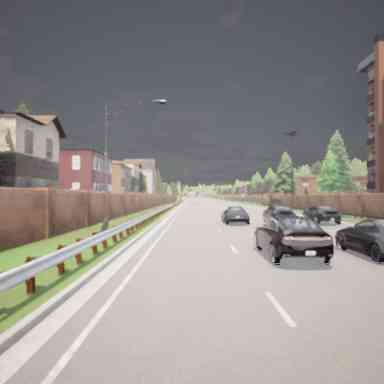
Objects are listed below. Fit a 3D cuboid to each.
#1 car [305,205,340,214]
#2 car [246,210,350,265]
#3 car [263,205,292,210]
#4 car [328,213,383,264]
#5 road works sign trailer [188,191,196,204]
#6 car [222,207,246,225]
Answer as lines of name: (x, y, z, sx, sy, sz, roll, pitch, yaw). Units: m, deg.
car: (10.552, 1.824, 27.337, 1.837, 1.490, 4.892, 0, 0, 1)
car: (3.546, 1.636, 12.302, 2.128, 1.511, 4.902, 0, -1, 1)
car: (7.053, 1.824, 27.328, 1.837, 1.490, 4.892, 0, 0, 1)
car: (7.049, 1.711, 12.474, 1.994, 1.385, 4.181, 0, -1, 1)
road works sign trailer: (0.036, 1.539, 92.715, 2.380, 3.560, 2.880, 0, -1, 0)
car: (3.556, 1.885, 27.536, 1.994, 1.385, 4.181, 0, -1, 1)
